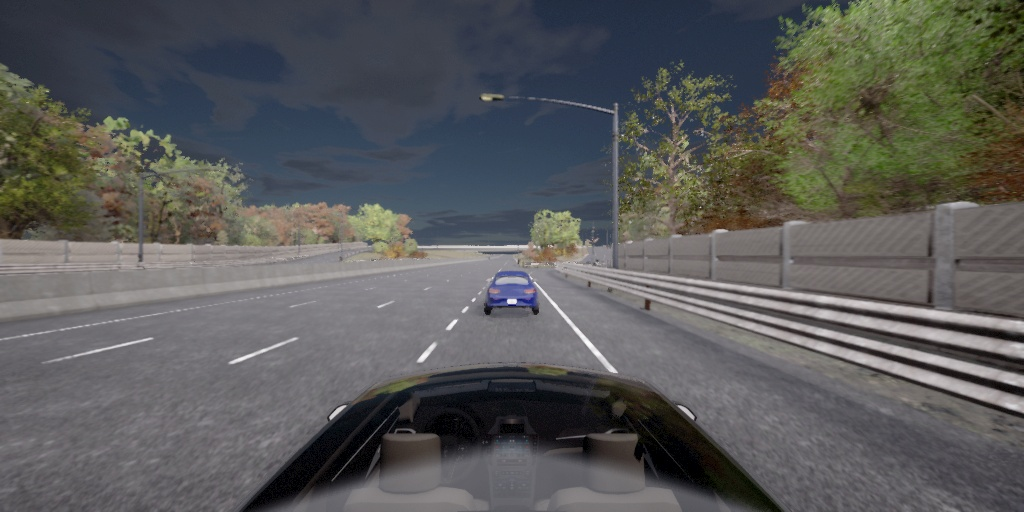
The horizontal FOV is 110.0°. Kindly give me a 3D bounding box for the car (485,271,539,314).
[{"bbox_3d":[0.001,1.288,13.747,1.812,1.442,4.674,0,0,0],"label":"car"}]
